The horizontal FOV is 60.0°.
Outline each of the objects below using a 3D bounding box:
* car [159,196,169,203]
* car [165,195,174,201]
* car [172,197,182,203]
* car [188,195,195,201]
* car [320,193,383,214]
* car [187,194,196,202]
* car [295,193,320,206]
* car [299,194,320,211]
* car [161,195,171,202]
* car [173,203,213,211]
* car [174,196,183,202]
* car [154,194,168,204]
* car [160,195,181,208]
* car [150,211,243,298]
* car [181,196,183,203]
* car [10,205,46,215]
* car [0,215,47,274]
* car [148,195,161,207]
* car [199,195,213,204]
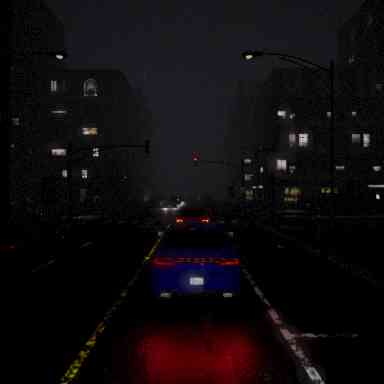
[{"bbox_3d":[-5.765,1.550,68.660,1.752,1.417,4.829,0,0,0],"label":"car"},{"bbox_3d":[-5.783,1.480,85.878,1.967,1.590,4.097,0,0,0],"label":"car"},{"bbox_3d":[-3.084,1.626,68.144,1.895,1.301,4.718,0,0,0],"label":"car"},{"bbox_3d":[-0.097,1.522,90.366,1.882,1.535,5.008,0,0,0],"label":"car"},{"bbox_3d":[14.663,1.029,29.743,5.009,1.841,2.192,-1,1,-1],"label":"car"},{"bbox_3d":[-0.086,1.390,80.501,2.097,1.767,4.553,0,0,0],"label":"car"},{"bbox_3d":[14.519,1.014,38.121,5.009,1.841,2.192,-1,1,-1],"label":"car"},{"bbox_3d":[14.507,1.210,35.550,4.892,1.490,1.837,-1,0,1],"label":"car"},{"bbox_3d":[-5.771,1.470,74.513,1.967,1.590,4.097,0,0,0],"label":"car"},{"bbox_3d":[0.079,1.526,17.894,1.812,1.442,4.674,0,0,1],"label":"car"},{"bbox_3d":[-3.086,1.621,78.483,1.895,1.301,4.718,0,0,0],"label":"car"},{"bbox_3d":[-5.759,1.336,63.148,2.192,1.841,5.009,0,0,0],"label":"car"},{"bbox_3d":[-3.133,1.560,49.154,2.033,1.411,5.357,0,0,-1],"label":"car"},{"bbox_3d":[0.094,1.477,8.554,1.882,1.535,5.008,0,0,0],"label":"car"},{"bbox_3d":[-3.142,1.370,58.636,2.097,1.767,4.553,0,0,0],"label":"car"},{"bbox_3d":[-16.709,1.888,32.043,4.718,1.301,1.895,-1,0,-1],"label":"car"},{"bbox_3d":[-5.750,1.582,9.759,1.802,1.307,4.206,0,0,0],"label":"car"},{"bbox_3d":[-5.746,1.580,51.783,1.947,1.339,4.313,0,0,0],"label":"car"},{"bbox_3d":[2.628,1.458,57.476,1.967,1.590,4.097,0,0,0],"label":"car"}]
